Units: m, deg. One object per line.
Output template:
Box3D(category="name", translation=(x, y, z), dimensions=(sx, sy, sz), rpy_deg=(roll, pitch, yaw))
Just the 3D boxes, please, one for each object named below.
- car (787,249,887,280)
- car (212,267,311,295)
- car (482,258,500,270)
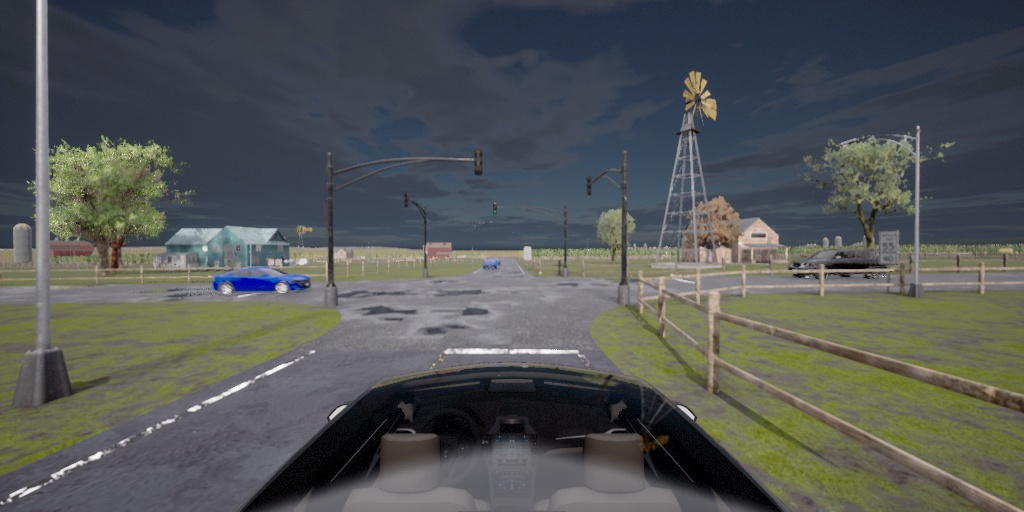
Box3D(category="car", translation=(22.019, 0.544, 24.393), dimensions=(5.566, 2.045, 2.150), rpy_deg=(-1, 1, 0))
Box3D(category="car", translation=(-14.357, 1.386, 20.719), dimensions=(5.008, 1.535, 1.882), rpy_deg=(-1, 1, 0))
Box3D(category="car", translation=(-2.962, 1.072, 49.266), dimensions=(1.882, 1.535, 5.008), rpy_deg=(0, 0, 0))
